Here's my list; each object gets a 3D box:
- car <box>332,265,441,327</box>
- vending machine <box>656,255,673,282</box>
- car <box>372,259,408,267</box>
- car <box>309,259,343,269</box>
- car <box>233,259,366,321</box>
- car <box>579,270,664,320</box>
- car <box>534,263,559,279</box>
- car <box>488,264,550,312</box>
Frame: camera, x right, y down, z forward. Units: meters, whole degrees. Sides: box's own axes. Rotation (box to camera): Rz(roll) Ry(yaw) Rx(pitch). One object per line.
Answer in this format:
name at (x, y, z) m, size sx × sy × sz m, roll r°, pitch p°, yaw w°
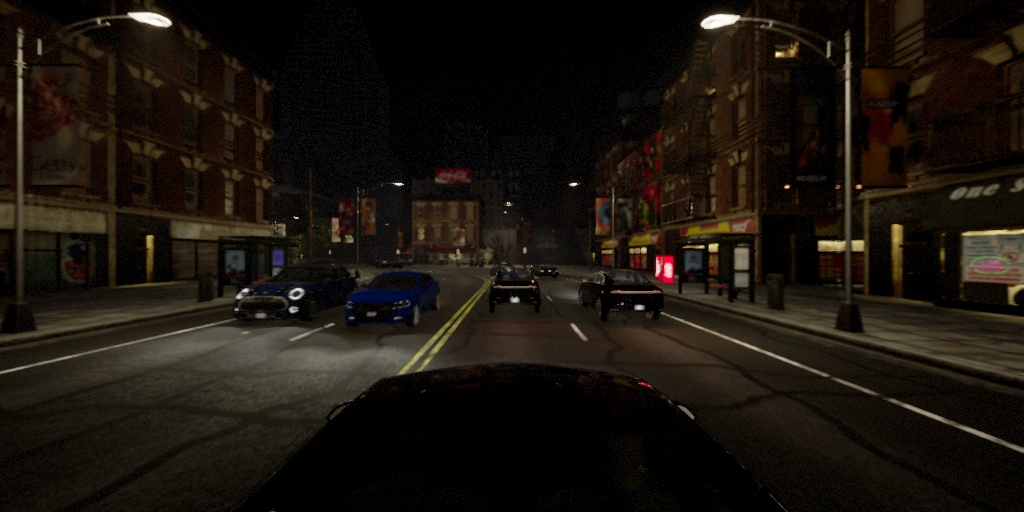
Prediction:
car at (-3.614, 1.228, 11.709) m, size 1.882 × 1.535 × 5.008 m, roll 0°, pitch 0°, yaw 0°
vending machine at (10.876, 0.947, 25.576) m, size 1.100 × 2.100 × 0.880 m, roll 0°, pitch 0°, yaw -1°
car at (-17.849, 1.352, 52.390) m, size 4.718 × 1.301 × 1.895 m, roll 0°, pitch 0°, yaw 37°
car at (-28.374, 1.229, 54.681) m, size 5.008 × 1.535 × 1.882 m, roll 0°, pitch 0°, yaw 25°
car at (-7.121, 1.102, 12.399) m, size 2.097 × 1.767 × 4.553 m, roll 0°, pitch 0°, yaw 0°
car at (3.599, 1.242, 12.556) m, size 2.128 × 1.511 × 4.902 m, roll 0°, pitch 0°, yaw 0°
car at (2.647, 1.299, 32.460) m, size 2.033 × 1.411 × 5.357 m, roll 0°, pitch 0°, yaw -11°
car at (0.100, 1.242, 14.242) m, size 2.128 × 1.511 × 4.902 m, roll 0°, pitch 0°, yaw 0°
